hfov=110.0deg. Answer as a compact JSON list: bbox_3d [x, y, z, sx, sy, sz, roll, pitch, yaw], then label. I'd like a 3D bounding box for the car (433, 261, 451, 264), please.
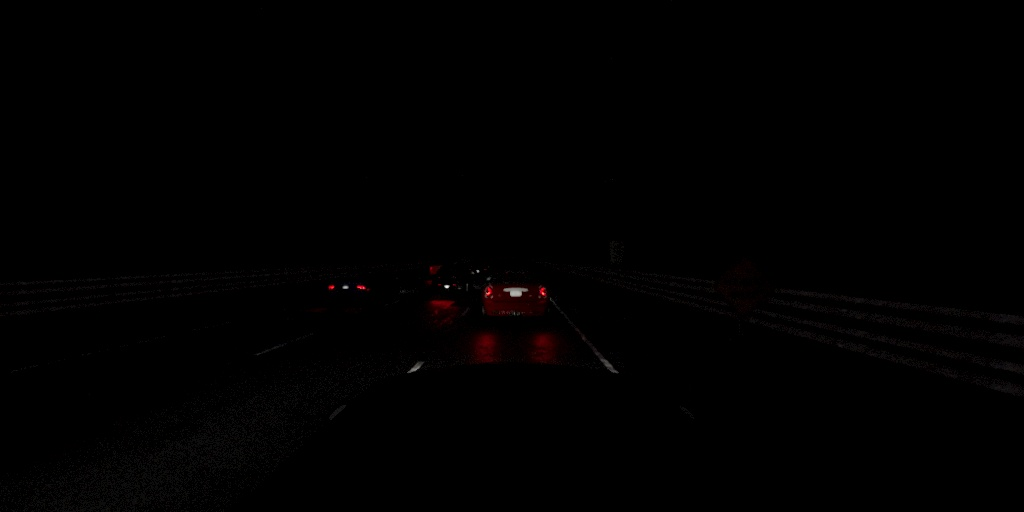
[{"bbox_3d":[-6.734,1.232,35.456,2.097,1.767,4.553,0,0,0],"label":"car"}]

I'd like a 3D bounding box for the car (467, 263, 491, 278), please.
[{"bbox_3d":[-3.230,1.447,36.260,1.994,1.385,4.181,0,0,0],"label":"car"}]

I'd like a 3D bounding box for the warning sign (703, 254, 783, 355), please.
[{"bbox_3d":[4.575,0.887,7.194,1.300,1.860,1.060,0,0,0],"label":"warning sign"}]

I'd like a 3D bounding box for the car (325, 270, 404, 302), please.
[{"bbox_3d":[-6.827,1.357,17.268,2.033,1.411,5.357,0,0,0],"label":"car"}]

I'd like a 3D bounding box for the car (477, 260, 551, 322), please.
[{"bbox_3d":[0.132,1.144,12.607,2.097,1.767,4.553,0,0,1],"label":"car"}]

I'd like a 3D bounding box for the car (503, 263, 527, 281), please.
[{"bbox_3d":[0.251,1.417,32.577,2.033,1.411,5.357,0,0,0],"label":"car"}]

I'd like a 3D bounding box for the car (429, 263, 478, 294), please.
[{"bbox_3d":[-3.310,1.326,20.707,1.837,1.490,4.892,0,-1,0],"label":"car"}]
